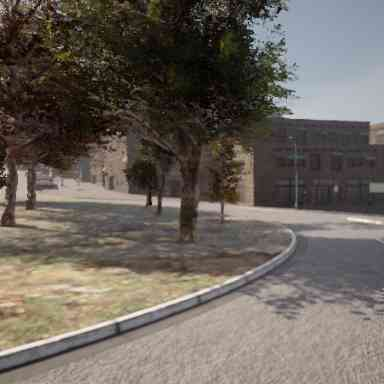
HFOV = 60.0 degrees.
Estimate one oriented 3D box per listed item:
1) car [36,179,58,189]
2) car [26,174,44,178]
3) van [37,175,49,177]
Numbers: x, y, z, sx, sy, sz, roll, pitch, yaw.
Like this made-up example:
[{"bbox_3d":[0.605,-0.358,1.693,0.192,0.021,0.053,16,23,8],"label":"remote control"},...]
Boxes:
[{"bbox_3d":[-30.612,-1.371,69.711,2.231,1.521,4.892,6,5,42],"label":"car"},{"bbox_3d":[-36.317,-2.700,80.375,2.435,2.045,5.566,7,6,42],"label":"car"},{"bbox_3d":[-34.799,-2.409,77.814,1.878,1.987,4.442,6,5,42],"label":"van"}]
